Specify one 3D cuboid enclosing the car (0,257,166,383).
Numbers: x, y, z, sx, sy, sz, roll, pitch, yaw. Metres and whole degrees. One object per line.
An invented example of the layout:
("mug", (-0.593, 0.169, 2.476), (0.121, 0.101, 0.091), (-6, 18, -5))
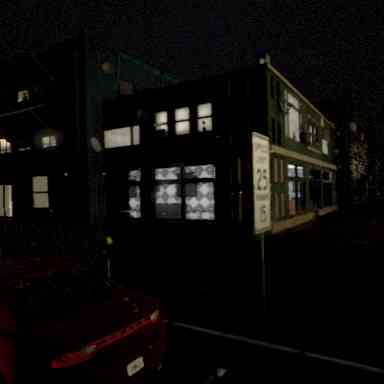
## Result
("car", (-2.459, 1.549, 4.322), (4.507, 1.381, 1.887), (-1, 0, 31))
